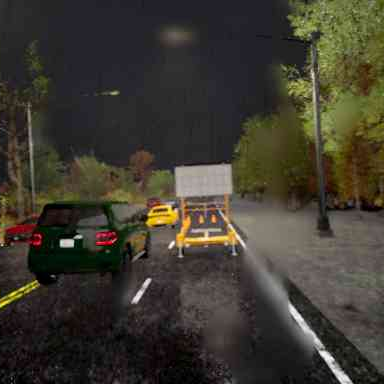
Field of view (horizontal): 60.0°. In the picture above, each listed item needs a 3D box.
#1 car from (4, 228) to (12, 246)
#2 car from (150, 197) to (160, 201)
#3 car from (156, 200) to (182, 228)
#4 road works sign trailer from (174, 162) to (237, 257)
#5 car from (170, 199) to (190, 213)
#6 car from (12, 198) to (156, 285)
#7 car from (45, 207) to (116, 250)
[{"bbox_3d":[-9.033,2.135,19.744,1.882,1.535,5.008,-3,0,2],"label":"car"},{"bbox_3d":[-7.048,1.937,61.552,2.150,2.045,5.566,-3,0,3],"label":"car"},{"bbox_3d":[-2.124,1.762,24.800,1.882,1.535,5.008,-6,1,2],"label":"car"},{"bbox_3d":[0.540,0.599,13.766,2.380,3.560,2.880,-3,0,3],"label":"road works sign trailer"},{"bbox_3d":[-1.365,1.845,41.592,2.128,1.511,4.902,-3,0,3],"label":"car"},{"bbox_3d":[-2.623,1.278,9.836,2.150,2.045,5.566,-1,-2,1],"label":"car"},{"bbox_3d":[-5.855,1.838,18.198,2.097,1.767,4.553,-3,0,2],"label":"car"}]
